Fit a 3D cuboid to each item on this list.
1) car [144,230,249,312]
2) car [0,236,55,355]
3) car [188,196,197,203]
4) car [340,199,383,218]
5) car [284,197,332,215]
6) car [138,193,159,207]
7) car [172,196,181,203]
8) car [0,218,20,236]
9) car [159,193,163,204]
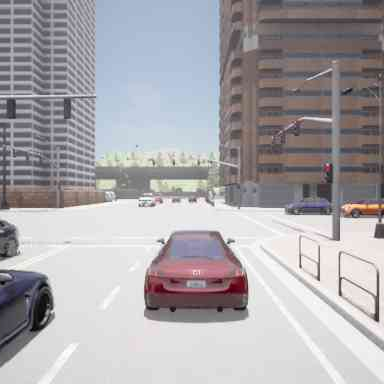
[{"bbox_3d":[0.092,1.571,7.795,1.994,1.385,4.181,0,0,0],"label":"car"},{"bbox_3d":[-3.434,1.568,4.226,1.994,1.385,4.181,0,0,1],"label":"car"},{"bbox_3d":[0.115,1.594,73.431,2.128,1.511,4.902,0,0,0],"label":"car"},{"bbox_3d":[15.564,1.380,29.635,4.553,1.767,2.097,0,0,1],"label":"car"},{"bbox_3d":[11.593,1.384,33.223,4.553,1.767,2.097,0,0,2],"label":"car"},{"bbox_3d":[-7.013,1.270,52.192,2.150,2.045,5.566,0,0,0],"label":"car"},{"bbox_3d":[-3.355,1.610,71.974,2.033,1.411,5.357,0,0,0],"label":"car"},{"bbox_3d":[-7.084,1.514,9.998,1.837,1.490,4.892,0,0,0],"label":"car"},{"bbox_3d":[-6.935,1.284,65.126,2.150,2.045,5.566,0,0,1],"label":"car"}]
